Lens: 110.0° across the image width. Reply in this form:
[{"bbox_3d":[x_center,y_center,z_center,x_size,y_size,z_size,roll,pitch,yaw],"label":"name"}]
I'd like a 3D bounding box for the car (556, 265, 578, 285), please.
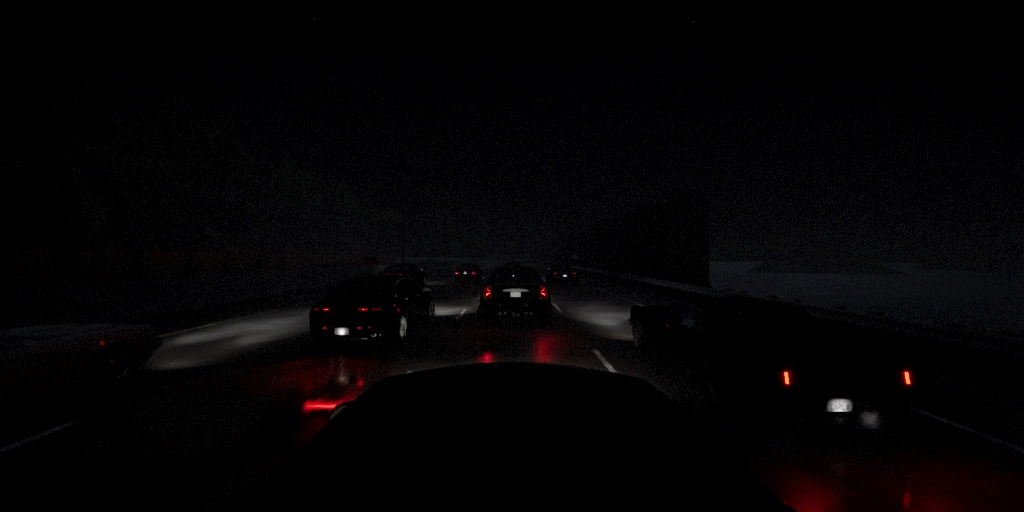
[{"bbox_3d":[3.604,1.314,26.372,1.994,1.385,4.181,0,0,0],"label":"car"}]

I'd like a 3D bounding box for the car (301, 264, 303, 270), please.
[{"bbox_3d":[-27.678,1.351,50.737,1.895,1.301,4.718,0,0,2],"label":"car"}]

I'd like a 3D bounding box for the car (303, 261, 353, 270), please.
[{"bbox_3d":[-17.541,1.351,34.427,1.895,1.301,4.718,0,0,1],"label":"car"}]

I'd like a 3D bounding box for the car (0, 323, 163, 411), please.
[{"bbox_3d":[-6.898,1.351,3.932,1.895,1.301,4.718,0,0,0],"label":"car"}]

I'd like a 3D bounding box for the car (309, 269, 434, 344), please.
[{"bbox_3d":[-3.398,1.255,9.574,1.837,1.490,4.892,0,0,0],"label":"car"}]

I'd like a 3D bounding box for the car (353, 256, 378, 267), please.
[{"bbox_3d":[-20.695,0.971,50.291,2.150,2.045,5.566,0,0,2],"label":"car"}]

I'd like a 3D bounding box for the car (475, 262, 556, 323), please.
[{"bbox_3d":[0.102,1.102,12.190,2.097,1.767,4.553,0,0,0],"label":"car"}]

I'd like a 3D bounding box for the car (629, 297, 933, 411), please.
[{"bbox_3d":[3.601,1.351,6.158,1.895,1.301,4.718,0,0,0],"label":"car"}]

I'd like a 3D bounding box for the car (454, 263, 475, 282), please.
[{"bbox_3d":[-3.394,1.298,28.558,2.033,1.411,5.357,0,0,0],"label":"car"}]

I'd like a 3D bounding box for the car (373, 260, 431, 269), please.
[{"bbox_3d":[-6.900,1.228,23.035,1.882,1.535,5.008,0,0,0],"label":"car"}]

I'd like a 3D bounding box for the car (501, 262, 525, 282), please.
[{"bbox_3d":[0.114,1.255,29.868,1.837,1.490,4.892,0,0,0],"label":"car"}]

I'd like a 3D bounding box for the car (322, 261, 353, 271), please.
[{"bbox_3d":[-24.205,1.351,50.050,1.895,1.301,4.718,0,0,2],"label":"car"}]
